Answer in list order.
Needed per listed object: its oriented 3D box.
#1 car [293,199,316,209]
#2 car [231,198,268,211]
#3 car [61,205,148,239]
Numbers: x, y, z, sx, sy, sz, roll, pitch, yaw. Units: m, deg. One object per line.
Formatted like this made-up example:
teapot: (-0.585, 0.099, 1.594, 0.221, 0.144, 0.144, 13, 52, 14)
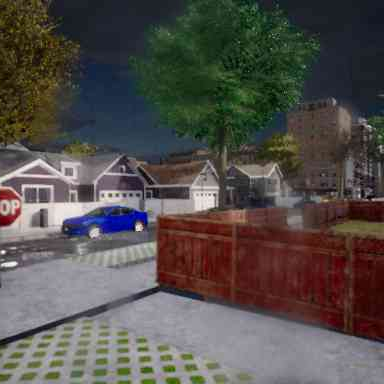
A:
car: (15.582, 1.664, 45.742, 2.033, 1.411, 5.357, 0, 0, 36)
car: (5.541, 1.397, 31.963, 2.097, 1.767, 4.553, 0, 0, 36)
car: (-4.554, 1.507, 17.949, 1.882, 1.535, 5.008, 0, 0, 36)
